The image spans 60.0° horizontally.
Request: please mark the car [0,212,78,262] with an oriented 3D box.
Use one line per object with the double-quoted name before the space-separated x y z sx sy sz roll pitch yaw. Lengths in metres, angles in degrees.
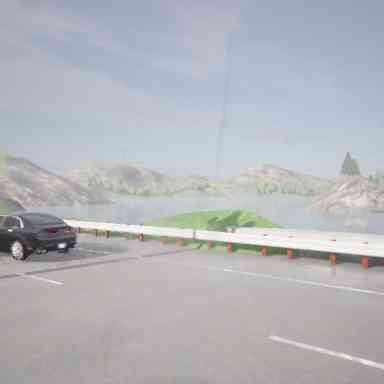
"car" -6.298 1.498 12.153 4.892 1.490 1.837 0 0 32
